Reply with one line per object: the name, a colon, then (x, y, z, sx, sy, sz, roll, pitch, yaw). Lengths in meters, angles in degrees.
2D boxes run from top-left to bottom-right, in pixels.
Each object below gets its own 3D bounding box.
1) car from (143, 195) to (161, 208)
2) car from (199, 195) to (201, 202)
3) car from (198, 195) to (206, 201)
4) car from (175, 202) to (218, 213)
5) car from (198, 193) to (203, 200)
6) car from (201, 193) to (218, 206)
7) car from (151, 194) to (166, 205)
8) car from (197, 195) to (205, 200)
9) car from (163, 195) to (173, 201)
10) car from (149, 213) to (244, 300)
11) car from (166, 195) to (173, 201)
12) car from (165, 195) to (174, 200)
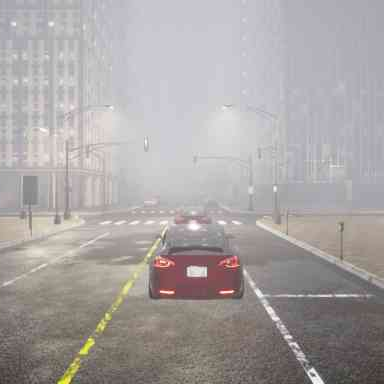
car: (-5.951, 1.485, 47.984, 1.752, 1.417, 4.829, 0, 0, 0)
car: (2.642, 1.499, 53.855, 2.008, 1.369, 4.403, 0, 0, 0)
car: (2.465, 1.422, 82.227, 1.887, 1.381, 4.507, 0, 0, 0)
car: (0.040, 1.497, 18.411, 2.163, 1.488, 4.792, 0, 0, 0)
car: (2.498, 1.223, 70.877, 2.192, 1.841, 5.009, 0, 0, 0)
car: (2.689, 1.400, 48.177, 1.967, 1.590, 4.097, 0, 0, 0)
car: (-5.936, 1.264, 53.832, 2.192, 1.841, 5.009, 0, 0, 0)
car: (2.449, 1.411, 87.901, 2.008, 1.369, 4.403, 0, 0, 0)
car: (-5.916, 1.428, 82.209, 2.008, 1.369, 4.403, 0, 0, 0)
car: (0.075, 1.502, 8.416, 2.163, 1.488, 4.792, 0, 0, 0)
car: (-5.900, 1.438, 76.534, 1.887, 1.381, 4.507, 0, 0, 0)
car: (-5.931, 1.410, 87.885, 2.008, 1.369, 4.403, 0, 0, 0)
